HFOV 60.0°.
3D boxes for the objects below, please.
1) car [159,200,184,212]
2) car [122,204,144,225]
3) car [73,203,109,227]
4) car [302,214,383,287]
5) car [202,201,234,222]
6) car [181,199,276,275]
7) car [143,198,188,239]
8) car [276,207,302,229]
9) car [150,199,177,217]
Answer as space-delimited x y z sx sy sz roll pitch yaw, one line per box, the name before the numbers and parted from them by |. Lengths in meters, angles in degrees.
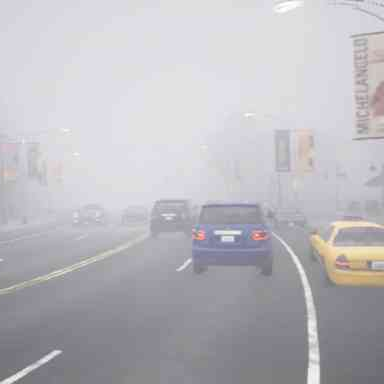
car | -2.869 1.914 45.492 1.812 1.442 4.674 -1 0 -23
car | -4.599 1.783 27.334 1.882 1.535 5.008 -1 -1 -6
car | -8.078 1.738 26.881 2.097 1.767 4.553 -1 0 -6
car | 4.282 1.413 8.981 1.801 1.575 5.366 -2 0 13
car | 2.148 1.626 28.871 1.882 1.535 5.008 -1 0 -6
car | 1.466 1.260 10.838 2.150 2.045 5.566 -1 -1 12
car | -0.898 1.374 18.688 2.150 2.045 5.566 -1 0 5
car | 5.920 1.600 21.616 1.895 1.301 4.718 -1 0 4
car | -3.321 1.695 37.339 2.097 1.767 4.553 -1 0 -17
